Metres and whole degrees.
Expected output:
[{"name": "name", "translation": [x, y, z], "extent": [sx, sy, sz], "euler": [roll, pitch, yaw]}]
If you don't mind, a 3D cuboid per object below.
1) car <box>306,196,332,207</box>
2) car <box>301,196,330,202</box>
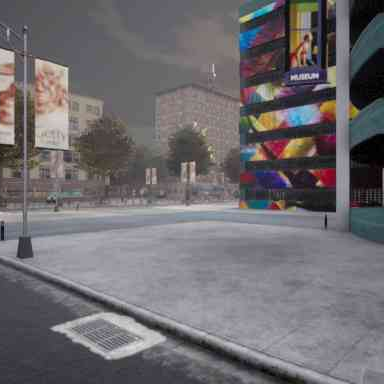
[{"name": "car", "translation": [19.561, 1.413, 51.051], "extent": [2.161, 1.482, 4.786], "euler": [0, 0, 43]}, {"name": "car", "translation": [14.246, 1.320, 39.325], "extent": [2.002, 1.452, 4.674], "euler": [0, 0, 43]}]
